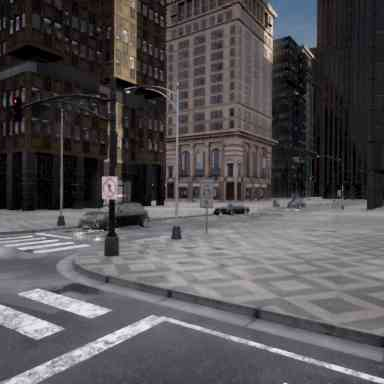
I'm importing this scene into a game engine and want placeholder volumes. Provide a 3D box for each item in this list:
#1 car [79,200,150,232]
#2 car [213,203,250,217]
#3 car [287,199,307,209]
[{"bbox_3d":[-4.802,1.436,20.985,2.097,1.767,4.553,1,0,35],"label":"car"},{"bbox_3d":[3.987,1.777,33.430,1.895,1.301,4.718,1,0,35],"label":"car"},{"bbox_3d":[15.762,1.796,49.932,1.837,1.490,4.892,1,0,35],"label":"car"}]
